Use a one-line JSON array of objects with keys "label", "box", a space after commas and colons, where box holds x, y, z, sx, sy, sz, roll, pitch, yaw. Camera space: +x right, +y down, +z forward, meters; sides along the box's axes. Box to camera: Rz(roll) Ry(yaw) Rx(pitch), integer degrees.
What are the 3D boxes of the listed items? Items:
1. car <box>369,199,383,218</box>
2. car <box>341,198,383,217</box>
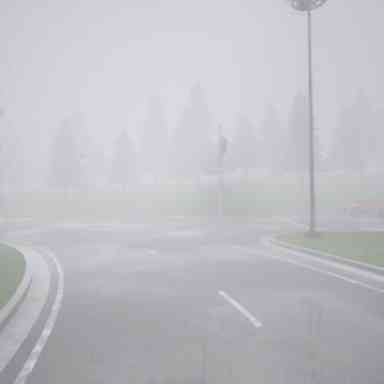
[{"label": "car", "box": [17.690, 1.472, 27.530, 4.674, 1.442, 1.812, -1, 0, 3]}, {"label": "car", "box": [16.443, 1.343, 31.094, 4.553, 1.767, 2.097, 0, 0, 3]}]
